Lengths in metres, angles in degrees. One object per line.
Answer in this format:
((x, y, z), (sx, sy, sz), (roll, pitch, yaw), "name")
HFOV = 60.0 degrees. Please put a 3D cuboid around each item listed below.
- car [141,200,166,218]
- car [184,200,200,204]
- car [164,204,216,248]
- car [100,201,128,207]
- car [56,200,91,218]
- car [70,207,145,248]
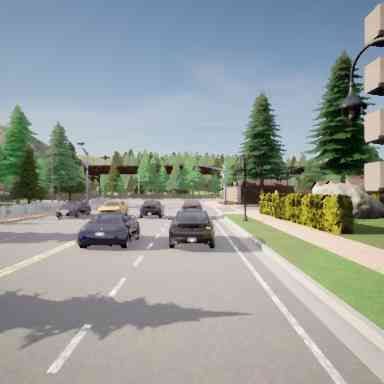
((-3.500, 1.515, 29.650), (1.837, 1.490, 4.892), (0, 0, 0), "car")
((0.000, 1.483, 29.650), (1.882, 1.535, 5.008), (0, 0, 0), "car")
((0.000, 1.514, 14.650), (1.837, 1.490, 4.892), (0, 0, 0), "car")
((-7.000, 1.510, 29.780), (1.882, 1.535, 5.008), (0, 0, 0), "car")
((-10.500, 1.519, 29.780), (2.128, 1.511, 4.902), (0, 0, 0), "car")
((-3.500, 1.570, 14.650), (1.994, 1.385, 4.181), (0, 0, 0), "car")
